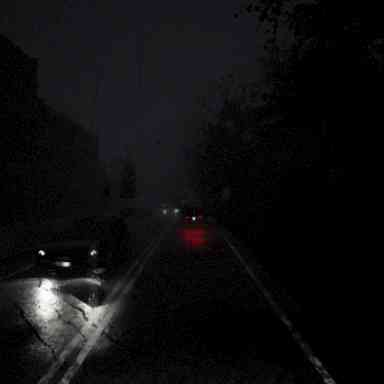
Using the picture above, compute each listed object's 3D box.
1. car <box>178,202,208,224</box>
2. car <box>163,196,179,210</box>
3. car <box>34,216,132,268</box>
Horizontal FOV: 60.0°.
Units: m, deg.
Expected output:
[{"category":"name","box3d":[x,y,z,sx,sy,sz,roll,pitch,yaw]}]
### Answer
[{"category":"car","box3d":[0.137,1.555,24.845,1.837,1.490,4.892,0,0,0]},{"category":"car","box3d":[-3.189,1.606,51.155,2.150,2.045,5.566,0,-1,1]},{"category":"car","box3d":[-3.337,1.537,11.464,2.033,1.411,5.357,0,0,0]}]
